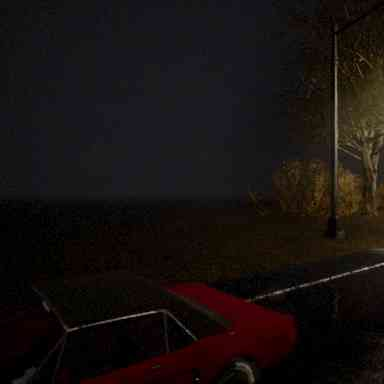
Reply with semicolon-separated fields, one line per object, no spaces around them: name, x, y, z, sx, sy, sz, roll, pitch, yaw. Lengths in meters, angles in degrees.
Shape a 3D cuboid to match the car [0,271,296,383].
car;-1.229;1.601;3.139;4.718;1.301;1.895;0;0;-36
